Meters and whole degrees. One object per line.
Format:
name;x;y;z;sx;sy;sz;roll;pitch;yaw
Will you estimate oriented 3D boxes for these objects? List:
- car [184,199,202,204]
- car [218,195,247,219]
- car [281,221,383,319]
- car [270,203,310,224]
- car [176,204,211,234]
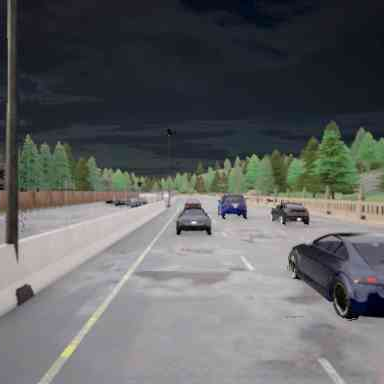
car;0.088;1.559;37.262;1.882;1.535;5.008;0;0;0
car;3.597;1.287;30.208;2.150;2.045;5.566;0;0;0
car;3.600;1.580;7.383;1.994;1.385;4.181;0;0;0
car;7.096;1.558;24.457;1.837;1.490;4.892;0;0;0
car;0.098;1.607;19.681;1.994;1.385;4.181;0;0;0
